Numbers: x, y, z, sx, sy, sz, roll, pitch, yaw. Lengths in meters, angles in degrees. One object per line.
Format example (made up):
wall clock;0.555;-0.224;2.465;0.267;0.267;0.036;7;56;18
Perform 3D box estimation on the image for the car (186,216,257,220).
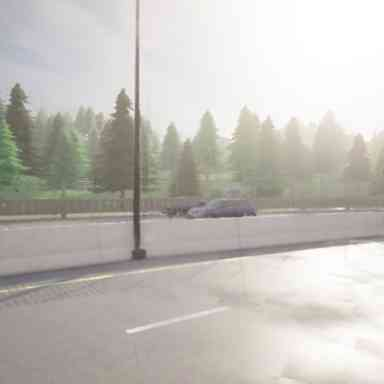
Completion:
car;1.854;1.208;21.207;4.553;1.767;2.097;0;0;-28
